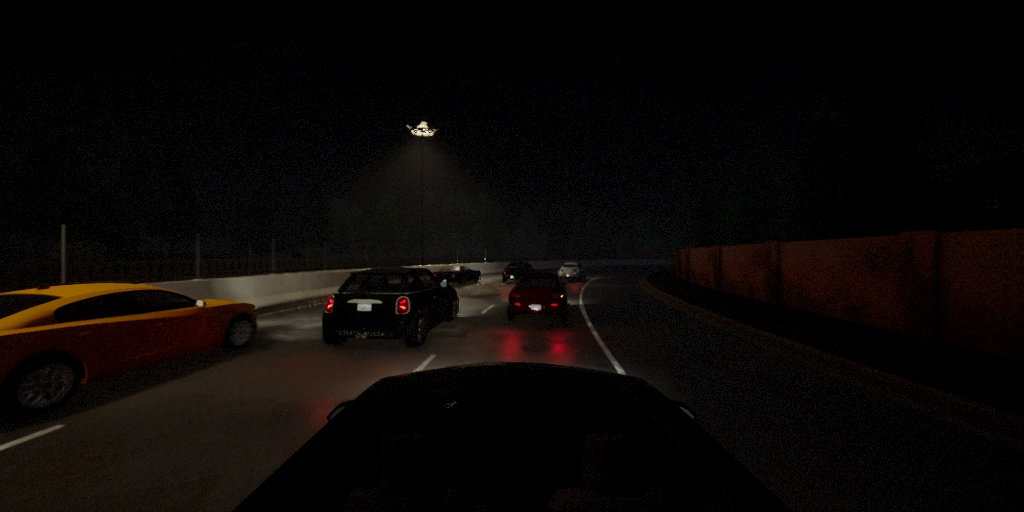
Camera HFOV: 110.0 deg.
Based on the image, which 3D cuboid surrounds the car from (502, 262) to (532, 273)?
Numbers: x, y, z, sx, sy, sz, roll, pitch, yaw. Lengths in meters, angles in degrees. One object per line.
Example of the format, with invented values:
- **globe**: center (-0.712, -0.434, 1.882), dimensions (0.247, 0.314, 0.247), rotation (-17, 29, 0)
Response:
- **car**: center (0.658, 1.202, 27.422), dimensions (1.837, 1.490, 4.892), rotation (0, 0, 16)

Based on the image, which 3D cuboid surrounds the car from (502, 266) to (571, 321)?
- **car**: center (0.953, 1.257, 12.297), dimensions (1.812, 1.442, 4.674), rotation (0, 0, 7)

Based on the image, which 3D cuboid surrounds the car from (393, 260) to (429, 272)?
- **car**: center (-12.194, 1.168, 43.636), dimensions (1.994, 1.385, 4.181), rotation (0, 0, 23)

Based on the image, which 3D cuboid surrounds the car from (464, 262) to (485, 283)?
- **car**: center (-3.717, 1.284, 24.884), dimensions (1.895, 1.301, 4.718), rotation (0, 0, 14)

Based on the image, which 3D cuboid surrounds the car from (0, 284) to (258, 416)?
- **car**: center (-6.654, 1.189, 5.938), dimensions (1.882, 1.535, 5.008), rotation (0, 0, 3)

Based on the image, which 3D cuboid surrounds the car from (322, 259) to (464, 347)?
- **car**: center (-2.864, 1.072, 9.485), dimensions (2.097, 1.767, 4.553), rotation (0, 0, 4)

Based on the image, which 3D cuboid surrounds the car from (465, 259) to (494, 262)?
- **car**: center (-3.687, 1.144, 45.491), dimensions (1.837, 1.490, 4.892), rotation (0, 0, 26)

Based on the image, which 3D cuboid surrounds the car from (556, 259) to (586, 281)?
- **car**: center (4.975, 1.237, 29.434), dimensions (1.812, 1.442, 4.674), rotation (0, 0, 18)
